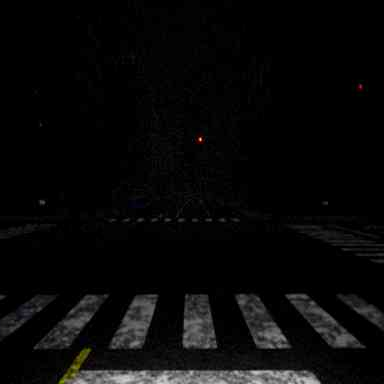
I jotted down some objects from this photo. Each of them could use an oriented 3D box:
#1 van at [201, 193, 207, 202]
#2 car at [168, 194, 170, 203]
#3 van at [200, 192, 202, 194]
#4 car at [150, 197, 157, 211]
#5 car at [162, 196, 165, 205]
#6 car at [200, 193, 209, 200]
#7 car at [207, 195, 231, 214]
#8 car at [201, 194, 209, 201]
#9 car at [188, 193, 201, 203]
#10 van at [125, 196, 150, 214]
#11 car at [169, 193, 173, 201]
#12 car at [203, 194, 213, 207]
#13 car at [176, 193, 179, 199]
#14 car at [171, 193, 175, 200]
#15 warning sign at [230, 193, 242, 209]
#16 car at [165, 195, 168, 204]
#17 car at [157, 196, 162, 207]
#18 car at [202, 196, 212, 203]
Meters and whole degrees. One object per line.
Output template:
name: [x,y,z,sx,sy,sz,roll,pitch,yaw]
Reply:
van: [2.941,1.252,56.455,1.690,1.788,3.998,0,0,0]
car: [-5.557,1.426,61.990,1.752,1.417,4.829,0,0,0]
van: [3.026,1.220,73.462,1.690,1.788,3.998,0,0,0]
car: [-5.669,1.378,39.487,1.967,1.590,4.097,0,0,0]
car: [-5.612,1.502,50.824,1.802,1.307,4.206,0,0,0]
car: [3.082,1.171,84.800,2.192,1.841,5.009,0,0,0]
car: [2.829,1.387,33.778,1.967,1.590,4.097,0,0,0]
car: [3.054,1.308,79.132,1.967,1.590,4.097,0,0,0]
car: [0.314,1.461,64.150,1.994,1.385,4.181,0,0,0]
van: [-5.697,1.288,33.818,1.690,1.788,3.998,0,0,0]
car: [-5.527,1.456,67.828,1.947,1.339,4.313,0,0,0]
car: [2.885,1.369,45.116,1.967,1.590,4.097,0,0,0]
car: [-5.415,1.159,90.501,2.192,1.841,5.009,0,0,0]
car: [-5.499,1.423,73.496,1.887,1.381,4.507,0,0,0]
warning sign: [5.260,1.053,39.760,1.300,1.860,1.060,0,0,0]
car: [-5.584,1.476,56.492,1.947,1.339,4.313,0,0,0]
car: [-5.640,1.495,45.155,1.947,1.339,4.313,0,0,0]
car: [2.998,1.441,67.794,2.008,1.369,4.403,0,0,0]
